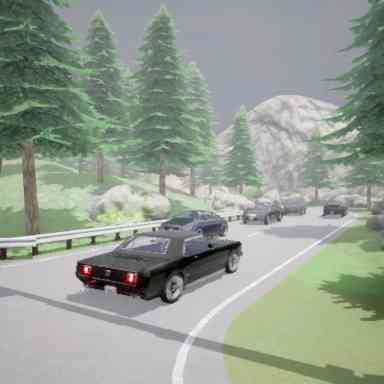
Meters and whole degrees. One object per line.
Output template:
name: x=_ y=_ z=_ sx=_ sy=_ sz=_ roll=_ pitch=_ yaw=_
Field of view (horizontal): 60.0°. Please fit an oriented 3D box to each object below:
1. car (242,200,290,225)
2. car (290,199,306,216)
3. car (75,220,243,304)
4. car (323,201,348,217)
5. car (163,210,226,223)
car: x=5.300 y=1.506 z=24.640 sx=2.128 sy=1.511 sz=4.902 roll=0 pitch=0 yaw=31
car: x=10.396 y=1.524 z=33.497 sx=1.837 sy=1.490 sz=4.892 roll=0 pitch=0 yaw=24
car: x=-0.417 y=1.629 z=8.340 sx=1.895 sy=1.301 sz=4.718 roll=0 pitch=0 yaw=31
car: x=13.623 y=1.599 z=31.591 sx=1.837 sy=1.490 sz=4.892 roll=0 pitch=-1 yaw=28
car: x=0.122 y=1.573 z=16.150 sx=1.994 sy=1.385 sz=4.181 roll=0 pitch=0 yaw=31
